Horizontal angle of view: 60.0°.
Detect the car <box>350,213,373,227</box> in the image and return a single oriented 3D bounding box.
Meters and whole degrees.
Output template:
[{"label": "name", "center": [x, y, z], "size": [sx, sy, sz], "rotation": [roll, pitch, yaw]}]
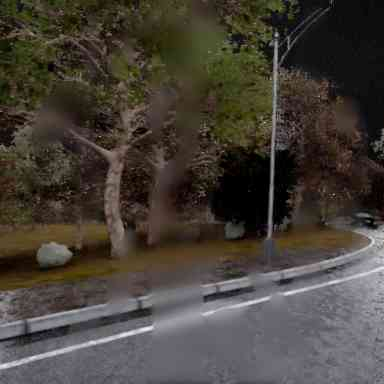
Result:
[{"label": "car", "center": [17.952, 2.887, 34.943], "size": [2.033, 1.411, 5.357], "rotation": [1, -2, 32]}]
